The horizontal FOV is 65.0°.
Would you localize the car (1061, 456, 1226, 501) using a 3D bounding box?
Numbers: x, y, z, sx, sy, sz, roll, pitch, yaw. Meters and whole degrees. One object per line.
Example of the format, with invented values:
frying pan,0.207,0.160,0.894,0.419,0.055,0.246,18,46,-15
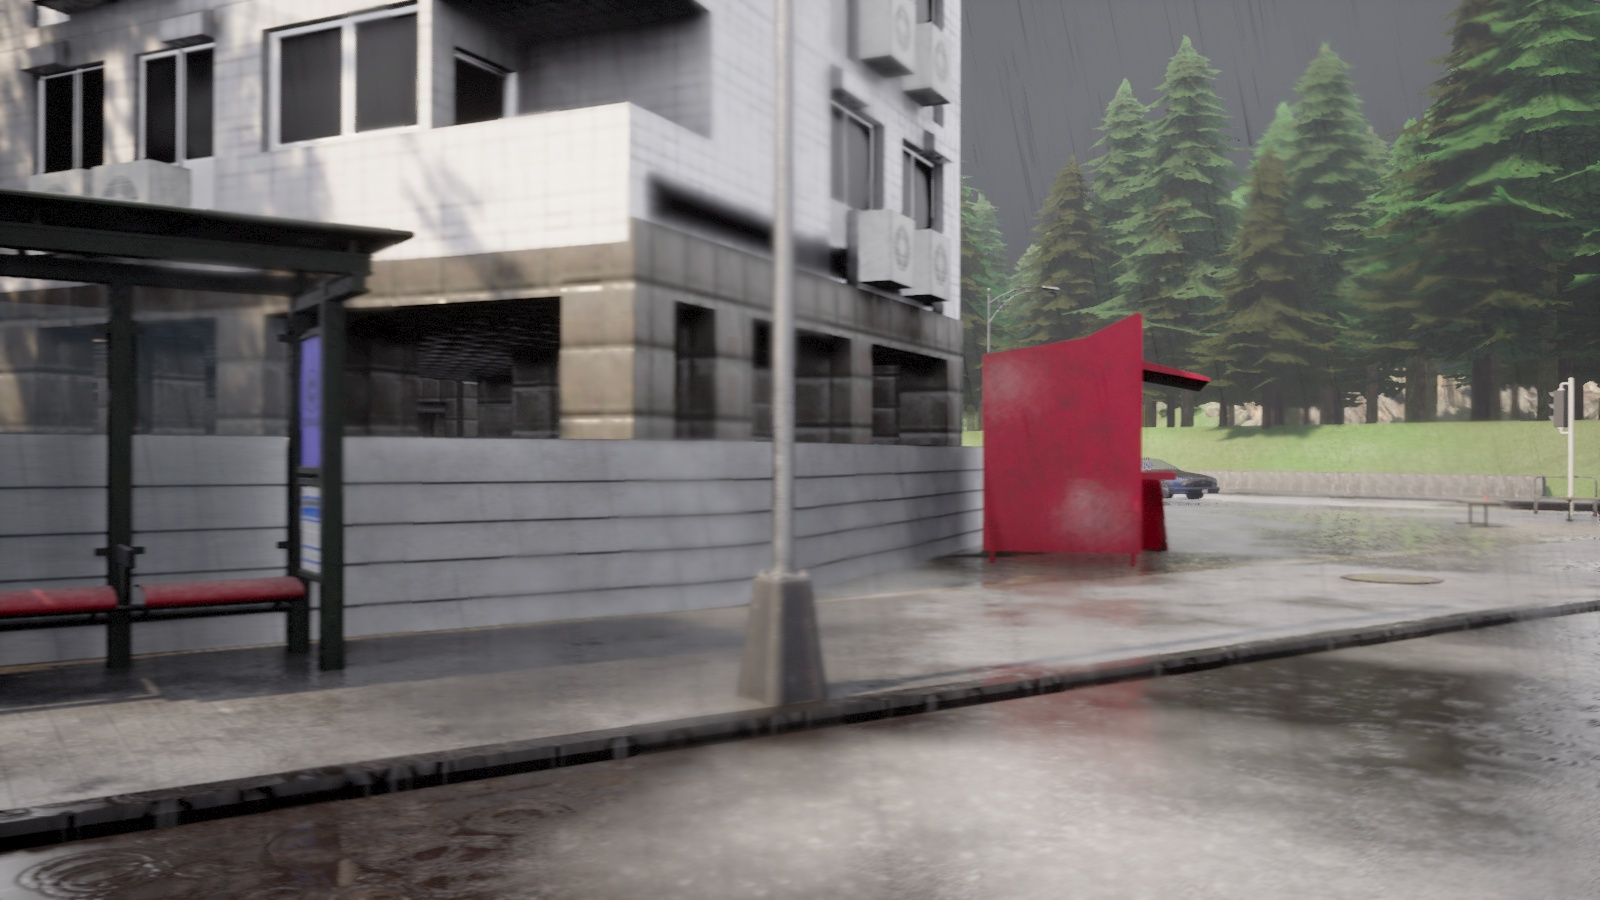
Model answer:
car,11.582,0.915,42.718,2.033,1.411,5.357,0,0,-35
